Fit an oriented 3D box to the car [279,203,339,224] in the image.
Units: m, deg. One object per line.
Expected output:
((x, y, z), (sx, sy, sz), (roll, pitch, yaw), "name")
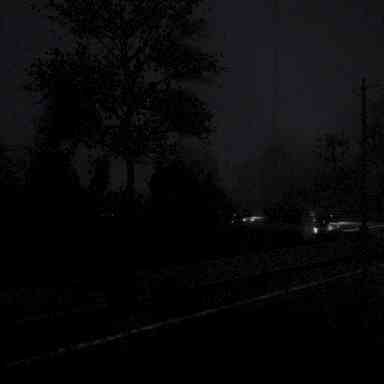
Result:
((9.312, 1.651, 26.741), (1.994, 1.385, 4.181), (0, -1, -39), "car")

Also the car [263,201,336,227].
((7.295, 1.426, 23.618), (2.097, 1.767, 4.553), (0, -1, -38), "car")

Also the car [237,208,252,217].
((3.923, 1.769, 33.194), (1.994, 1.385, 4.181), (0, -1, -41), "car")
